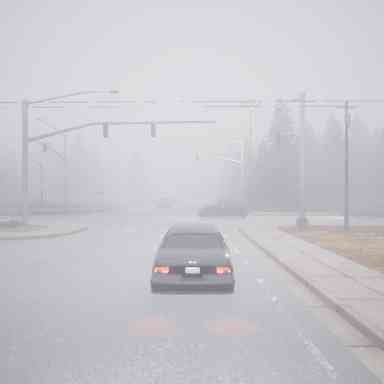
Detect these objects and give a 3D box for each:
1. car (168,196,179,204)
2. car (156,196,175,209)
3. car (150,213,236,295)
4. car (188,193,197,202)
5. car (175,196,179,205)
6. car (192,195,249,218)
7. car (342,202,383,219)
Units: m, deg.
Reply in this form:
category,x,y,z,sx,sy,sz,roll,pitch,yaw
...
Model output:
category,x,y,z,sx,sy,sz,roll,pitch,yaw
car,-3.593,1.529,64.565,1.837,1.490,4.892,0,0,1
car,-3.696,1.522,45.035,1.837,1.490,4.892,0,0,0
car,0.030,1.548,8.910,2.033,1.411,5.357,0,0,0
car,0.293,1.255,78.191,2.150,2.045,5.566,0,0,2
car,-3.691,1.512,54.687,2.128,1.511,4.902,0,0,0
car,2.615,1.380,29.146,4.553,1.767,2.097,0,0,-10
car,15.624,1.602,29.562,4.181,1.385,1.994,0,0,1
